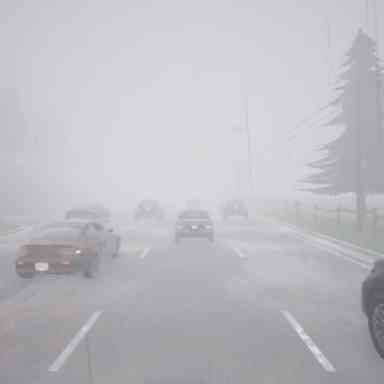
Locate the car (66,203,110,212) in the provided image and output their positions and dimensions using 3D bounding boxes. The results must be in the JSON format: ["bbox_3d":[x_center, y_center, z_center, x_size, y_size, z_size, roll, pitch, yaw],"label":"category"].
[{"bbox_3d":[-6.902,1.476,22.606,1.882,1.535,5.008,0,0,0],"label":"car"}]

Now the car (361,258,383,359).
[{"bbox_3d":[3.602,1.221,2.618,2.150,2.045,5.566,0,0,0],"label":"car"}]

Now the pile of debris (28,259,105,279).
[{"bbox_3d":[-3.500,2.175,9.544,1.500,0.140,1.860,0,0,0],"label":"pile of debris"}]

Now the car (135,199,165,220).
[{"bbox_3d":[-3.403,1.348,27.756,2.097,1.767,4.553,0,0,0],"label":"car"}]

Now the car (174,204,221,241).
[{"bbox_3d":[0.099,1.546,16.579,2.033,1.411,5.357,0,0,0],"label":"car"}]

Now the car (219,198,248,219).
[{"bbox_3d":[3.598,1.349,29.461,2.097,1.767,4.553,0,0,0],"label":"car"}]

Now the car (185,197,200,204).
[{"bbox_3d":[0.096,1.473,45.815,1.882,1.535,5.008,0,0,0],"label":"car"}]

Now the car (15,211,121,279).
[{"bbox_3d":[-3.428,1.525,9.894,1.812,1.442,4.674,0,0,0],"label":"car"}]
